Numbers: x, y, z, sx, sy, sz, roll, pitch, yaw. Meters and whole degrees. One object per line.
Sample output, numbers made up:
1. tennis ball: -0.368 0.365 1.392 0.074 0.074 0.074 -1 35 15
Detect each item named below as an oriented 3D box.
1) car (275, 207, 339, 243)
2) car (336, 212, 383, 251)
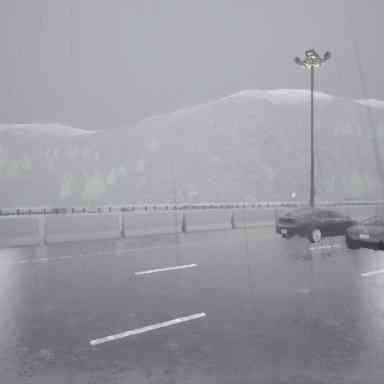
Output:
1. car: 6.213 1.517 16.065 4.892 1.490 1.837 0 0 -30
2. car: 7.970 1.573 13.039 4.181 1.385 1.994 0 0 -30
